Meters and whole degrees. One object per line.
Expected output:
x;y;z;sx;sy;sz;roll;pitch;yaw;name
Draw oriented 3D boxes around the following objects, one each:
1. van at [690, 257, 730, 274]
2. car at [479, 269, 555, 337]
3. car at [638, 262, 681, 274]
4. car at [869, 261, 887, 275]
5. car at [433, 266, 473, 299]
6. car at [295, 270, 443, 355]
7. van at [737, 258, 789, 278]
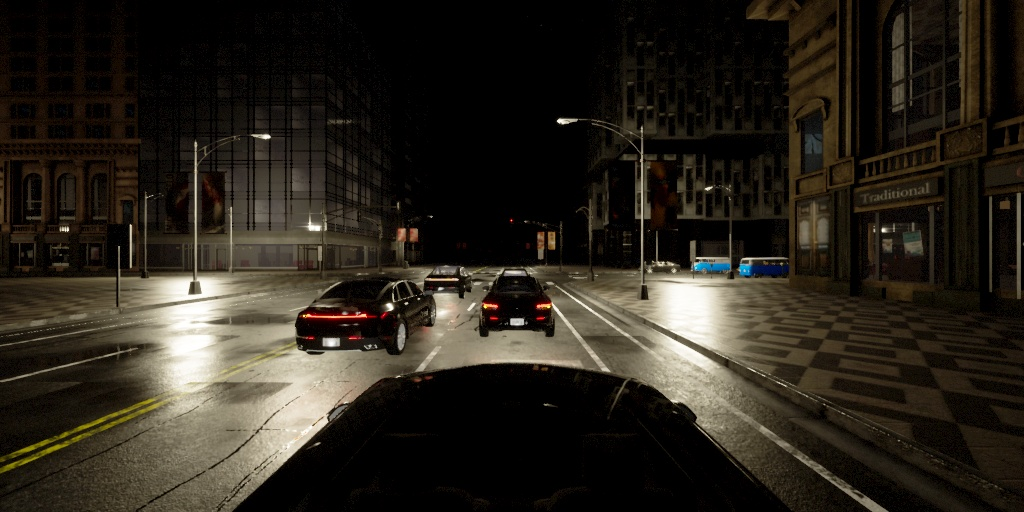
21.604;1.042;38.857;3.998;1.789;1.690;0;0;0;van
0.124;1.276;10.147;1.812;1.442;4.674;0;0;0;car
15.985;1.263;38.898;4.403;1.370;2.007;0;0;0;car
32.781;1.251;30.251;4.207;1.307;1.802;0;0;0;car
-3.104;1.241;18.067;2.128;1.511;4.902;0;0;0;car
-3.133;1.255;8.652;1.837;1.490;4.892;0;0;0;car
21.544;1.032;30.332;3.998;1.789;1.690;0;0;0;van
